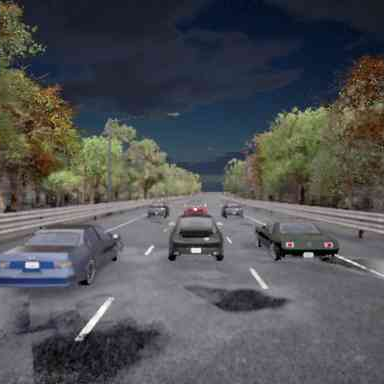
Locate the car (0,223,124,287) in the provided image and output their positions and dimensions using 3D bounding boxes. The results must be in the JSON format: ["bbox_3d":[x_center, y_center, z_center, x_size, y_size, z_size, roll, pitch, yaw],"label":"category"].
[{"bbox_3d":[-3.376,1.612,9.557,2.033,1.411,5.357,0,0,0],"label":"car"}]

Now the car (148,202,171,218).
[{"bbox_3d":[-3.146,1.711,32.488,2.128,1.511,4.902,0,0,1],"label":"car"}]

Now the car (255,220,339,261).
[{"bbox_3d":[3.641,1.689,12.565,1.895,1.301,4.718,0,0,0],"label":"car"}]

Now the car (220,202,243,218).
[{"bbox_3d":[3.855,1.715,32.487,2.128,1.511,4.902,0,0,1],"label":"car"}]

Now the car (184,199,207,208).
[{"bbox_3d":[0.338,1.564,31.315,2.097,1.767,4.553,0,0,1],"label":"car"}]

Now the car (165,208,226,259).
[{"bbox_3d":[0.145,1.595,12.909,1.837,1.490,4.892,0,0,0],"label":"car"}]
